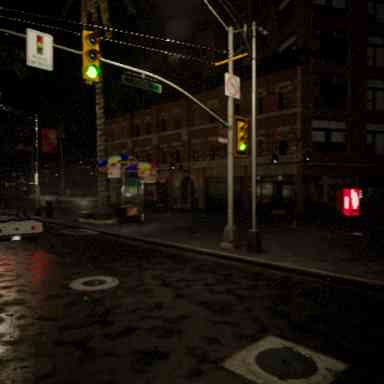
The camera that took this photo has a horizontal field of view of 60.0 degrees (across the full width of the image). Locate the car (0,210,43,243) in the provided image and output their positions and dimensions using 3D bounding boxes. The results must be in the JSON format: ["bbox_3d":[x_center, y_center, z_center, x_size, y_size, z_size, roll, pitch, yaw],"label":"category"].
[{"bbox_3d":[-8.030,1.401,13.942,1.895,1.301,4.718,-1,1,-44],"label":"car"}]
